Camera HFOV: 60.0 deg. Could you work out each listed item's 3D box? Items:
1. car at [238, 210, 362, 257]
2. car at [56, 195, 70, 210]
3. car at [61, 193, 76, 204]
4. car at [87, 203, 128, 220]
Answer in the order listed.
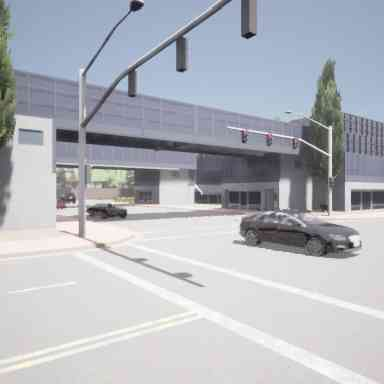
[{"bbox_3d":[4.023,1.491,13.126,2.128,1.511,4.902,0,0,-39],"label":"car"},{"bbox_3d":[-17.595,1.477,42.380,1.882,1.535,5.008,0,0,-36],"label":"car"},{"bbox_3d":[-23.749,1.221,63.027,2.150,2.045,5.566,0,0,-36],"label":"car"},{"bbox_3d":[-7.158,1.601,28.022,1.895,1.301,4.718,0,0,-36],"label":"car"}]
